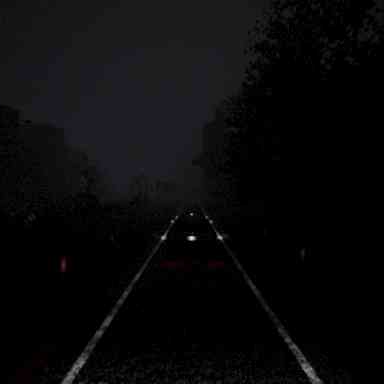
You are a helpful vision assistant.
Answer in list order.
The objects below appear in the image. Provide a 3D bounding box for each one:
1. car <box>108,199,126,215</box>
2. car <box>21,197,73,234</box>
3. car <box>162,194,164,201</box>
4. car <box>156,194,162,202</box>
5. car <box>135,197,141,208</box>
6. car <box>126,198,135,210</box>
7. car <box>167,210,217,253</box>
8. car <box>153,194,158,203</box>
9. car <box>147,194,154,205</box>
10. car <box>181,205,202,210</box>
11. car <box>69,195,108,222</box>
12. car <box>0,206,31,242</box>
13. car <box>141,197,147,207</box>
[{"bbox_3d":[-9.020,1.572,35.701,2.097,1.535,5.008,0,0,2],"label":"car"},{"bbox_3d":[-8.986,1.341,19.095,2.185,1.767,4.553,0,-1,2],"label":"car"},{"bbox_3d":[-9.116,1.856,85.609,2.002,1.452,4.674,0,0,0],"label":"car"},{"bbox_3d":[-9.103,1.542,78.866,2.435,2.045,5.566,0,0,1],"label":"car"},{"bbox_3d":[-9.041,1.640,46.798,2.097,1.535,5.008,0,-1,2],"label":"car"},{"bbox_3d":[-9.030,1.617,41.242,2.231,1.521,4.892,0,0,2],"label":"car"},{"bbox_3d":[-0.005,1.697,14.291,1.994,1.385,4.181,0,0,0],"label":"car"},{"bbox_3d":[-9.085,1.713,68.981,2.097,1.535,5.008,0,-1,2],"label":"car"},{"bbox_3d":[-9.073,1.699,63.433,2.097,1.535,5.008,0,0,2],"label":"car"},{"bbox_3d":[-0.016,1.806,29.293,1.994,1.385,4.181,0,0,0],"label":"car"},{"bbox_3d":[-9.003,1.254,26.750,2.435,2.045,5.566,0,0,2],"label":"car"},{"bbox_3d":[-8.965,1.486,13.490,2.163,1.488,4.792,1,-1,2],"label":"car"},{"bbox_3d":[-9.061,1.652,53.180,1.946,1.575,5.366,0,0,2],"label":"car"}]
